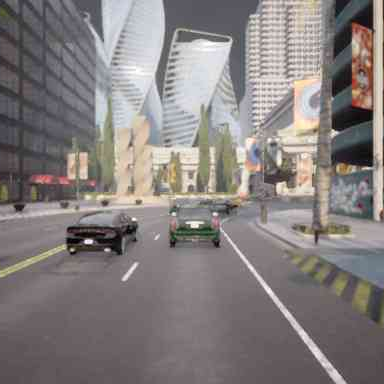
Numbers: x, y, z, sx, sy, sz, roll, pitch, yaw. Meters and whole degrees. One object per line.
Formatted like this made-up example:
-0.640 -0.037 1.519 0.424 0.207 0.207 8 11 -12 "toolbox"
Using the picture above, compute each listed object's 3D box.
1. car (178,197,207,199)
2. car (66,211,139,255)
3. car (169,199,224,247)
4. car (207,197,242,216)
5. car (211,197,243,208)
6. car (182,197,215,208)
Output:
-0.467 1.366 33.190 2.097 1.767 4.553 0 0 20 "car"
-3.390 1.483 13.417 1.882 1.535 5.008 0 0 0 "car"
0.125 1.359 15.282 2.097 1.767 4.553 0 0 0 "car"
3.317 1.506 33.290 2.128 1.511 4.902 0 0 23 "car"
5.197 1.499 48.341 5.008 1.535 1.882 0 0 -44 "car"
1.037 1.512 48.975 2.128 1.511 4.902 0 0 42 "car"
